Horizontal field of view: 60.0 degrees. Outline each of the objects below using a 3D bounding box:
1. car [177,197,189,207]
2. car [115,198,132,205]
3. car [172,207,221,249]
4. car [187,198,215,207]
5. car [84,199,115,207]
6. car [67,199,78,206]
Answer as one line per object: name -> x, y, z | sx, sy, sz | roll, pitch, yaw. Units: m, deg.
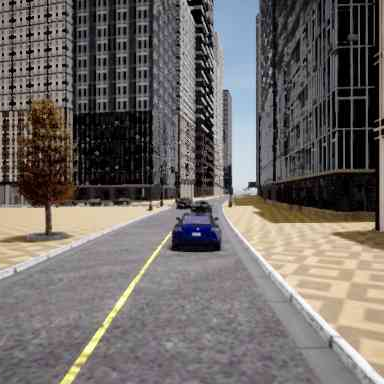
car -> -0.911, 1.483, 45.377 | 1.882, 1.535, 5.008 | 0, 0, 5
car -> -13.487, 1.811, 62.573 | 4.403, 1.369, 2.008 | -1, 1, 13
car -> 0.224, 1.568, 14.600 | 1.994, 1.385, 4.181 | 0, 0, 2
car -> 0.897, 1.505, 29.538 | 1.837, 1.490, 4.892 | 0, 0, 3
car -> -15.436, 1.780, 54.423 | 4.403, 1.369, 2.008 | -1, 0, 13
car -> -24.428, 2.026, 65.189 | 4.313, 1.339, 1.947 | -1, 1, 13
